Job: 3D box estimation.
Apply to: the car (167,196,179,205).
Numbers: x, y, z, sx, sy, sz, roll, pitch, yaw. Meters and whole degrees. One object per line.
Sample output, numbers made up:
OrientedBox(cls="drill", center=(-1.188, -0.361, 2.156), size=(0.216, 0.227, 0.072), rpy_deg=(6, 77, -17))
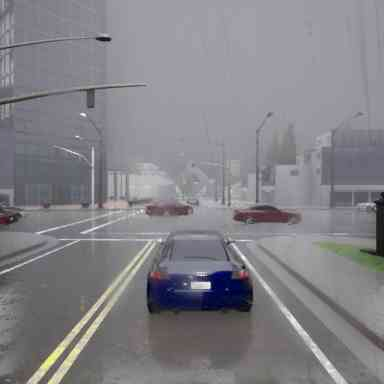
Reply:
OrientedBox(cls="car", center=(-3.516, 1.505, 61.561), size=(1.837, 1.490, 4.892), rpy_deg=(0, 0, 1))

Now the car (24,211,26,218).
OrientedBox(cls="car", center=(-15.687, 1.592, 26.105), size=(4.902, 1.511, 2.128), rpy_deg=(-1, 0, 0))

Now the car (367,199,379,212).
OrientedBox(cls="car", center=(20.520, 1.515, 33.571), size=(4.181, 1.385, 1.994), rpy_deg=(0, 0, 0))

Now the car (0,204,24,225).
OrientedBox(cls="car", center=(-14.200, 1.647, 22.613), size=(4.181, 1.385, 1.994), rpy_deg=(-1, 0, 0))

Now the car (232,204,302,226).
OrientedBox(cls="car", center=(5.073, 1.526, 22.755), size=(4.674, 1.442, 1.812), rpy_deg=(0, 0, 0))

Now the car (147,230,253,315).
OrientedBox(cls="car", center=(0.091, 1.564, 7.685), size=(1.994, 1.385, 4.181), rpy_deg=(0, 0, -2))

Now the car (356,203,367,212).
OrientedBox(cls="car", center=(20.760, 1.477, 37.085), size=(4.674, 1.442, 1.812), rpy_deg=(0, 0, -2))

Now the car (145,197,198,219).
OrientedBox(cls="car", center=(-1.992, 1.496, 30.014), size=(1.882, 1.535, 5.008), rpy_deg=(2, 1, 40))
